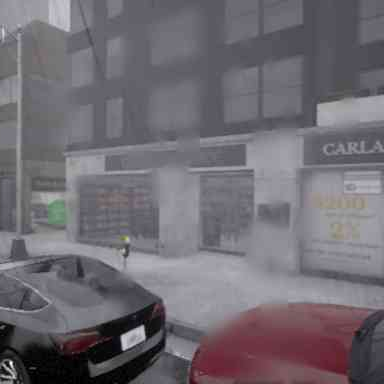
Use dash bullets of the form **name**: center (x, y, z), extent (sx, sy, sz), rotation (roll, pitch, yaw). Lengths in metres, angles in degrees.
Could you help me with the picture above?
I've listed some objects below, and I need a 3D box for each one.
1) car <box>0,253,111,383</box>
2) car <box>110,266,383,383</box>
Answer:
- **car**: center (-2.309, 1.574, 4.720), extent (4.313, 1.339, 1.947), rotation (0, 1, 36)
- **car**: center (2.190, 1.313, 1.506), extent (5.009, 1.841, 2.192), rotation (0, 1, 36)
